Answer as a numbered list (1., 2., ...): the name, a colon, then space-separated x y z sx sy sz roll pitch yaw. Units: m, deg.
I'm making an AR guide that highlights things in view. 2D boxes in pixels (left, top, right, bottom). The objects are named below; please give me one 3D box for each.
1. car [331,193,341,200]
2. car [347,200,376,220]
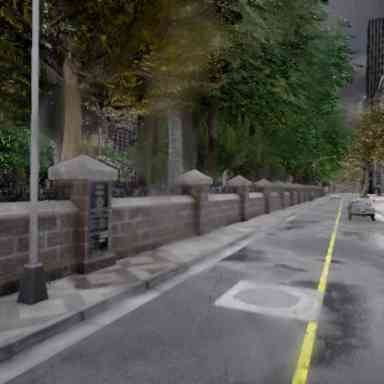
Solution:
1. car: 31.942 0.991 73.935 1.812 1.442 4.674 1 1 25
2. car: 13.386 1.363 26.335 2.033 1.411 5.357 1 1 25
